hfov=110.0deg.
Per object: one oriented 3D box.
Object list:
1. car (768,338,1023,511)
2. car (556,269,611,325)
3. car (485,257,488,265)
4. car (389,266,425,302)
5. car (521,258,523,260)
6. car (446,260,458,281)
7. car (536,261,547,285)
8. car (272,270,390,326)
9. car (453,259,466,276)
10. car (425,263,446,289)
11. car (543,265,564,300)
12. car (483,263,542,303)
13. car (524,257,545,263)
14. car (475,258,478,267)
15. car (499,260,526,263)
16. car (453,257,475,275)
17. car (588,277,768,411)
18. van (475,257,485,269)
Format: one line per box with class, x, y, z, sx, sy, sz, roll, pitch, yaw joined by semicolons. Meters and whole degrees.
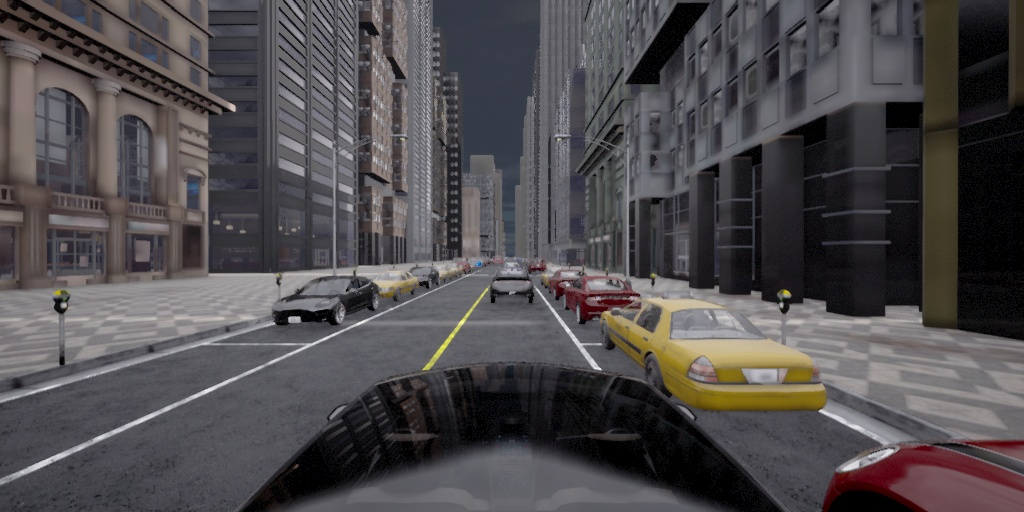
car;2.762;1.187;0.416;1.967;1.591;4.097;0;0;0
car;2.762;1.293;11.697;1.888;1.381;4.507;0;0;0
car;-5.763;1.326;62.454;2.007;1.370;4.403;0;0;0
car;-5.763;1.274;17.159;1.751;1.417;4.829;0;0;0
car;2.763;1.320;56.820;2.007;1.370;4.403;0;0;0
car;-5.763;1.277;28.441;1.751;1.417;4.829;0;0;0
car;2.762;1.276;23.148;1.751;1.417;4.829;0;0;0
car;-5.763;1.314;11.689;1.948;1.339;4.313;0;0;0
car;-5.763;1.280;34.081;1.751;1.417;4.829;0;0;0
car;-5.763;1.316;22.970;1.948;1.339;4.313;0;0;0
car;2.762;1.294;17.337;1.888;1.381;4.507;0;0;0
car;0.000;1.245;16.501;2.128;1.511;4.902;0;0;0
car;2.762;1.072;39.899;2.192;1.841;5.009;0;0;0
car;-5.763;1.286;45.363;1.751;1.417;4.829;0;0;0
car;0.000;1.287;31.501;1.812;1.442;4.674;0;0;0
car;-5.763;1.072;39.892;2.192;1.841;5.009;0;0;0
car;2.762;1.273;6.227;1.751;1.417;4.829;0;0;0
van;-5.763;1.111;56.814;1.690;1.789;3.998;0;0;0
